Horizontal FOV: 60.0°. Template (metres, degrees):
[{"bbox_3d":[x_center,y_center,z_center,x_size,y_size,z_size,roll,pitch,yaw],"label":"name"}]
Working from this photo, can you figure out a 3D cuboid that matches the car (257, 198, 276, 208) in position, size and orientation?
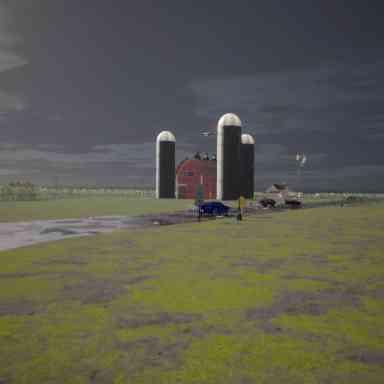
[{"bbox_3d":[12.305,1.803,54.768,1.837,1.490,4.892,1,0,36],"label":"car"}]

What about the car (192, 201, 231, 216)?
[{"bbox_3d":[2.328,1.681,34.632,1.812,1.442,4.674,1,0,35],"label":"car"}]

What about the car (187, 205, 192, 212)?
[{"bbox_3d":[1.391,1.738,39.657,1.895,1.301,4.718,1,0,36],"label":"car"}]

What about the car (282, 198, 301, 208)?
[{"bbox_3d":[16.199,1.781,54.058,2.128,1.511,4.902,1,0,36],"label":"car"}]

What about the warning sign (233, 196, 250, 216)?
[{"bbox_3d":[4.810,1.301,32.132,1.300,1.860,1.060,1,1,36],"label":"warning sign"}]
